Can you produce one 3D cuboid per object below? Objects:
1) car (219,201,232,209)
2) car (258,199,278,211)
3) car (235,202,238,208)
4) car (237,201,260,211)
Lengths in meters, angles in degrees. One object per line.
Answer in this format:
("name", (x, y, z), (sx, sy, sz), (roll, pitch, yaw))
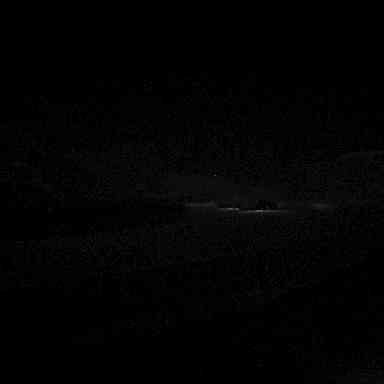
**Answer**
("car", (7.666, 2.911, 75.809), (2.097, 1.767, 4.553), (-1, -1, -9))
("car", (13.636, 2.290, 60.654), (2.150, 2.045, 5.566), (-1, -1, -9))
("car", (11.134, 2.963, 76.297), (1.837, 1.490, 4.892), (-1, -1, -9))
("car", (10.166, 2.672, 60.156), (1.812, 1.442, 4.674), (-1, -1, -9))
